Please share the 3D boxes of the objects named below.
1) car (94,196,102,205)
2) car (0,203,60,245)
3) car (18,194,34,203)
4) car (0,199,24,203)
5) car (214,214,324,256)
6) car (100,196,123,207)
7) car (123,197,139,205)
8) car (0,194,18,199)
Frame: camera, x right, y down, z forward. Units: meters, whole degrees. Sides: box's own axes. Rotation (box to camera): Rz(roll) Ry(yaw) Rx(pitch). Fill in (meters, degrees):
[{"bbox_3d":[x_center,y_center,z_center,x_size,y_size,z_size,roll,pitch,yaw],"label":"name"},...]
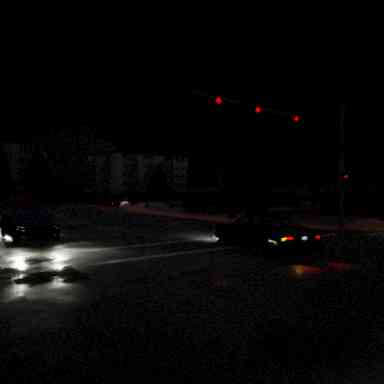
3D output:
[{"bbox_3d":[-15.960,1.499,60.599,2.097,1.767,4.553,0,0,10],"label":"car"},{"bbox_3d":[-7.923,1.496,16.130,1.882,1.535,5.008,0,0,-38],"label":"car"},{"bbox_3d":[-22.628,1.269,44.054,2.150,2.045,5.566,0,0,-10],"label":"car"},{"bbox_3d":[-14.097,1.509,24.423,2.128,1.511,4.902,0,0,-34],"label":"car"},{"bbox_3d":[2.818,1.614,13.505,2.033,1.411,5.357,1,0,-23],"label":"car"},{"bbox_3d":[-12.879,1.738,53.532,1.895,1.301,4.718,0,0,0],"label":"car"},{"bbox_3d":[-11.826,1.672,63.454,2.128,1.511,4.902,0,0,17],"label":"car"},{"bbox_3d":[-19.257,1.245,33.408,2.150,2.045,5.566,0,0,-23],"label":"car"}]
